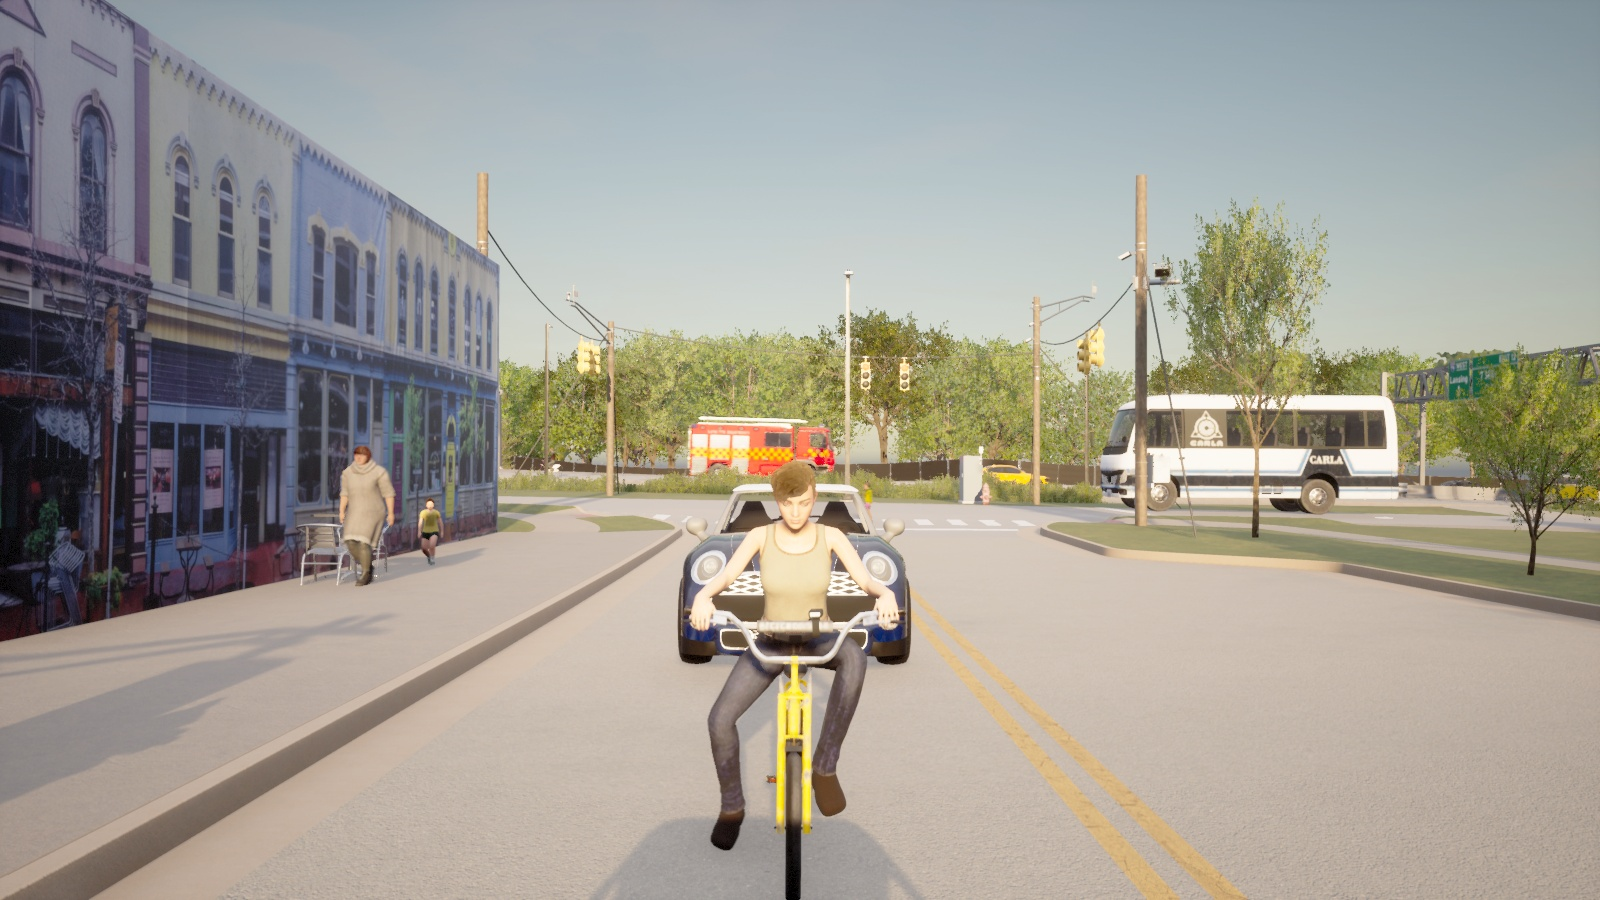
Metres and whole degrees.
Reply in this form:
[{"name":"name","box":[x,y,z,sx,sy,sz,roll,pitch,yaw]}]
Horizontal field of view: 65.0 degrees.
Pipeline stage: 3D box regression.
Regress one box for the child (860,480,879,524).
[{"name":"child","box":[1.844,1.389,33.411,0.473,1.160,0.299,0,-1,0]}]

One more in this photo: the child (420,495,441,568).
[{"name":"child","box":[-5.726,1.256,19.470,0.255,1.110,0.394,0,-1,-7]}]

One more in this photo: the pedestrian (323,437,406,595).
[{"name":"pedestrian","box":[-5.553,0.823,16.036,0.659,1.952,0.873,0,-1,10]}]

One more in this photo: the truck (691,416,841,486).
[{"name":"truck","box":[-1.945,0.082,73.396,8.468,3.827,2.891,1,-1,0]}]

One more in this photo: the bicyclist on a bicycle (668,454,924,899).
[{"name":"bicyclist on a bicycle","box":[-0.013,0.847,5.044,0.866,1.612,1.509,0,-2,0]}]

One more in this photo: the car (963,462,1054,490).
[{"name":"car","box":[12.164,1.524,73.435,5.008,1.535,1.882,1,-1,0]}]

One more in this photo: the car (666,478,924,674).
[{"name":"car","box":[-0.034,1.006,11.518,1.970,1.475,3.806,0,-1,0]}]

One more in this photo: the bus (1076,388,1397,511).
[{"name":"bus","box":[15.644,0.001,45.705,10.273,4.253,3.944,0,-1,-1]}]
